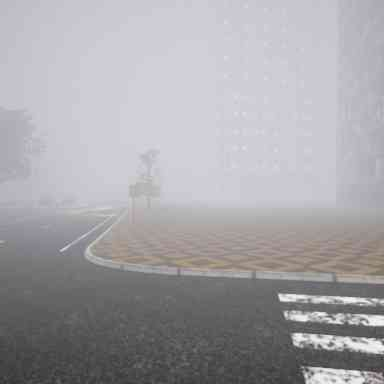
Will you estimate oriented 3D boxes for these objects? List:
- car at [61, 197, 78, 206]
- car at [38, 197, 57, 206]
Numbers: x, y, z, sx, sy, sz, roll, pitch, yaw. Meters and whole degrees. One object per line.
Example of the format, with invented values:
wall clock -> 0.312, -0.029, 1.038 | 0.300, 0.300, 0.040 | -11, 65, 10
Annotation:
car -> -18.926, 1.423, 51.577 | 1.994, 1.385, 4.181 | 1, 0, -10
car -> -22.126, 1.393, 51.009 | 1.994, 1.385, 4.181 | 1, 0, -10
